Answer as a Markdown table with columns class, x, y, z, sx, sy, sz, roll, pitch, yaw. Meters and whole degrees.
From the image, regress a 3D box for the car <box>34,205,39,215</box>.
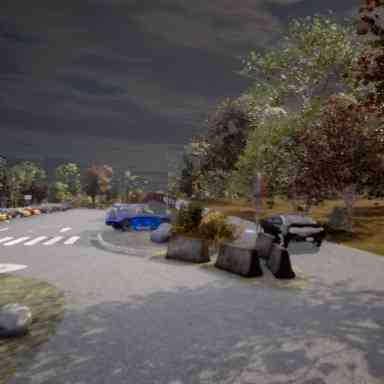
| class | x | y | z | sx | sy | sz | roll | pitch | yaw |
| --- | --- | --- | --- | --- | --- | --- | --- | --- | --- |
| car | -26.850 | 3.078 | 51.218 | 5.008 | 1.535 | 2.097 | 1 | -2 | -32 |

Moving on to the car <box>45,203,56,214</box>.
| class | x | y | z | sx | sy | sz | roll | pitch | yaw |
| --- | --- | --- | --- | --- | --- | --- | --- | --- | --- |
| car | -30.035 | 3.416 | 65.648 | 4.553 | 1.767 | 2.185 | 1 | -2 | -32 |

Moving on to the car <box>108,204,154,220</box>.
| class | x | y | z | sx | sy | sz | roll | pitch | yaw |
| --- | --- | --- | --- | --- | --- | --- | --- | --- | --- |
| car | -8.191 | 2.691 | 45.115 | 5.566 | 2.045 | 2.435 | 2 | -2 | -32 |

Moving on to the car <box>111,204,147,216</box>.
| class | x | y | z | sx | sy | sz | roll | pitch | yaw |
| --- | --- | --- | --- | --- | --- | --- | --- | --- | --- |
| car | -10.780 | 3.070 | 56.924 | 5.566 | 2.045 | 2.435 | 2 | -2 | -32 |

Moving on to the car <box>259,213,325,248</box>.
| class | x | y | z | sx | sy | sz | roll | pitch | yaw |
| --- | --- | --- | --- | --- | --- | --- | --- | --- | --- |
| car | 4.785 | 1.803 | 16.591 | 2.128 | 1.511 | 4.902 | 1 | 0 | -6 |

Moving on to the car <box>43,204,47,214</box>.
| class | x | y | z | sx | sy | sz | roll | pitch | yaw |
| --- | --- | --- | --- | --- | --- | --- | --- | --- | --- |
| car | -28.093 | 3.294 | 57.013 | 4.792 | 1.488 | 2.163 | 1 | -2 | -32 |

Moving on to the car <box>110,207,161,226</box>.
| class | x | y | z | sx | sy | sz | roll | pitch | yaw |
| --- | --- | --- | --- | --- | --- | --- | --- | --- | --- |
| car | -5.616 | 2.438 | 33.311 | 4.553 | 1.767 | 2.185 | 2 | -3 | -32 |

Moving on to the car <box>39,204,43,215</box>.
| class | x | y | z | sx | sy | sz | roll | pitch | yaw |
| --- | --- | --- | --- | --- | --- | --- | --- | --- | --- |
| car | -27.632 | 3.167 | 53.998 | 5.366 | 1.575 | 1.946 | 0 | -2 | -32 |

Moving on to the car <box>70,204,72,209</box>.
| class | x | y | z | sx | sy | sz | roll | pitch | yaw |
| --- | --- | --- | --- | --- | --- | --- | --- | --- | --- |
| car | -33.780 | 3.842 | 83.023 | 5.566 | 2.045 | 2.435 | 1 | -2 | -32 |

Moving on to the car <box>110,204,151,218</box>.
| class | x | y | z | sx | sy | sz | roll | pitch | yaw |
| --- | --- | --- | --- | --- | --- | --- | --- | --- | --- |
| car | -9.432 | 2.883 | 51.051 | 5.566 | 2.045 | 2.435 | 2 | -3 | -32 |

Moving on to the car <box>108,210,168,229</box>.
| class | x | y | z | sx | sy | sz | roll | pitch | yaw |
| --- | --- | --- | --- | --- | --- | --- | --- | --- | --- |
| car | -4.939 | 2.472 | 30.371 | 4.892 | 1.521 | 2.231 | 2 | -2 | -32 |

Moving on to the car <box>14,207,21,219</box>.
| class | x | y | z | sx | sy | sz | roll | pitch | yaw |
| --- | --- | --- | --- | --- | --- | --- | --- | --- | --- |
| car | -24.975 | 2.830 | 42.526 | 4.792 | 1.488 | 2.163 | 1 | -2 | -32 |

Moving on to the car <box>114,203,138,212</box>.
| class | x | y | z | sx | sy | sz | roll | pitch | yaw |
| --- | --- | --- | --- | --- | --- | --- | --- | --- | --- |
| car | -17.185 | 4.014 | 86.470 | 5.566 | 2.045 | 2.435 | 2 | -3 | -32 |

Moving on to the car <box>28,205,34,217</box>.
| class | x | y | z | sx | sy | sz | roll | pitch | yaw |
| --- | --- | --- | --- | --- | --- | --- | --- | --- | --- |
| car | -26.369 | 2.981 | 48.219 | 5.366 | 1.575 | 1.946 | 0 | -2 | -32 |

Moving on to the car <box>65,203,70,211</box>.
| class | x | y | z | sx | sy | sz | roll | pitch | yaw |
| --- | --- | --- | --- | --- | --- | --- | --- | --- | --- |
| car | -33.149 | 3.750 | 80.133 | 5.566 | 2.045 | 2.435 | 0 | -2 | -32 |

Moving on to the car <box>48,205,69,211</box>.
| class | x | y | z | sx | sy | sz | roll | pitch | yaw |
| --- | --- | --- | --- | --- | --- | --- | --- | --- | --- |
| car | -34.418 | 4.215 | 85.910 | 4.792 | 1.488 | 2.163 | 0 | -2 | -33 |

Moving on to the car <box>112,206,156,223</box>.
| class | x | y | z | sx | sy | sz | roll | pitch | yaw |
| --- | --- | --- | --- | --- | --- | --- | --- | --- | --- |
| car | -6.858 | 2.630 | 39.245 | 4.553 | 1.767 | 2.185 | 2 | -2 | -32 |

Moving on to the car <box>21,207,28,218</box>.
| class | x | y | z | sx | sy | sz | roll | pitch | yaw |
| --- | --- | --- | --- | --- | --- | --- | --- | --- | --- |
| car | -25.582 | 2.893 | 45.429 | 5.008 | 1.535 | 2.097 | 1 | -2 | -32 |

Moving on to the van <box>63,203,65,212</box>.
| class | x | y | z | sx | sy | sz | roll | pitch | yaw |
| --- | --- | --- | --- | --- | --- | --- | --- | --- | --- |
| van | -32.634 | 3.683 | 77.158 | 4.442 | 1.987 | 1.878 | 1 | -2 | -32 |

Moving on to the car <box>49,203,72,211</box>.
| class | x | y | z | sx | sy | sz | roll | pitch | yaw |
| --- | --- | --- | --- | --- | --- | --- | --- | --- | --- |
| car | -35.080 | 4.025 | 88.759 | 5.566 | 2.045 | 2.435 | 1 | -2 | -32 |

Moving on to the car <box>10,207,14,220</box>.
| class | x | y | z | sx | sy | sz | roll | pitch | yaw |
| --- | --- | --- | --- | --- | --- | --- | --- | --- | --- |
| car | -24.324 | 2.709 | 39.651 | 4.892 | 1.521 | 2.231 | 0 | -2 | -32 |

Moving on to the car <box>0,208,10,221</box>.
| class | x | y | z | sx | sy | sz | roll | pitch | yaw |
| --- | --- | --- | --- | --- | --- | --- | --- | --- | --- |
| car | -23.540 | 2.614 | 36.873 | 5.366 | 1.575 | 1.946 | 1 | -2 | -32 |

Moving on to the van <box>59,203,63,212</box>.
| class | x | y | z | sx | sy | sz | roll | pitch | yaw |
| --- | --- | --- | --- | --- | --- | --- | --- | --- | --- |
| van | -32.003 | 3.591 | 74.268 | 4.442 | 1.987 | 1.878 | 0 | -2 | -32 |

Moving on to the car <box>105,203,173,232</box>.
| class | x | y | z | sx | sy | sz | roll | pitch | yaw |
| --- | --- | --- | --- | --- | --- | --- | --- | --- | --- |
| car | -4.279 | 2.126 | 27.450 | 5.566 | 2.045 | 2.435 | 2 | -3 | -32 |

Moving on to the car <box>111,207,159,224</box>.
| class | x | y | z | sx | sy | sz | roll | pitch | yaw |
| --- | --- | --- | --- | --- | --- | --- | --- | --- | --- |
| car | -6.206 | 2.535 | 36.290 | 4.553 | 1.767 | 2.185 | 2 | -2 | -32 |

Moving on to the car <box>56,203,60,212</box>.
| class | x | y | z | sx | sy | sz | roll | pitch | yaw |
| --- | --- | --- | --- | --- | --- | --- | --- | --- | --- |
| car | -30.641 | 3.635 | 68.556 | 4.892 | 1.521 | 2.231 | 1 | -2 | -32 |
